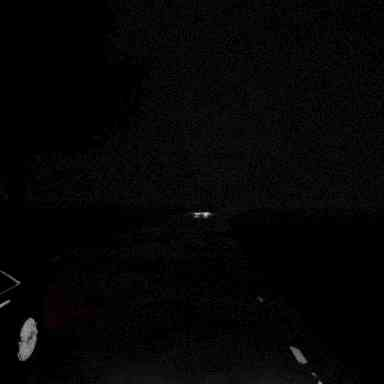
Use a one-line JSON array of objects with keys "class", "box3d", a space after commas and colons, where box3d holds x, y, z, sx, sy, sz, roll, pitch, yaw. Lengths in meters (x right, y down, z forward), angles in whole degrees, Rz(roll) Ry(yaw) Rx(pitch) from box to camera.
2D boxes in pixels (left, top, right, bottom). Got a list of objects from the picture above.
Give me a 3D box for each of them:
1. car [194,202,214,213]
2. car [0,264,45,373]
[{"class": "car", "box3d": [1.739, 2.095, 46.164, 2.033, 1.411, 5.357, -1, -1, 15]}, {"class": "car", "box3d": [-3.079, 1.538, 3.018, 1.837, 1.490, 4.892, 0, -1, 0]}]
